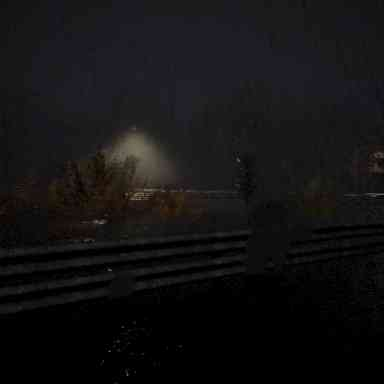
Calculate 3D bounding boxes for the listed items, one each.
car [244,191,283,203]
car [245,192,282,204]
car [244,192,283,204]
[{"bbox_3d":[10.380,0.696,48.291,5.357,1.411,2.033,1,2,13],"label":"car"},{"bbox_3d":[9.606,0.758,44.878,4.674,1.442,1.812,1,2,13],"label":"car"},{"bbox_3d":[8.857,0.909,41.462,4.718,1.301,1.895,1,2,13],"label":"car"}]
